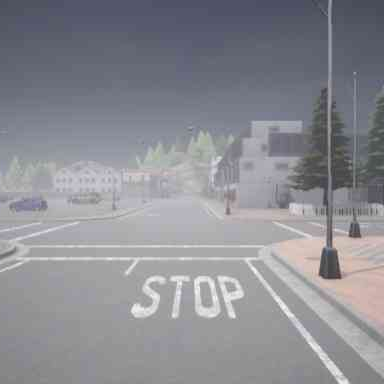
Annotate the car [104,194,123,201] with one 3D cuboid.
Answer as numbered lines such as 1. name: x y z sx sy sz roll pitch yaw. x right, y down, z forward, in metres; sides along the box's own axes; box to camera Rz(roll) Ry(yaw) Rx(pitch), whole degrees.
1. car: -17.989 1.212 76.025 3.806 1.475 1.970 0 0 0

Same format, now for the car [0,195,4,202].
1. car: -43.528 1.337 72.706 3.806 1.475 1.970 0 0 0

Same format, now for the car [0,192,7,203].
1. car: -35.759 1.273 60.288 4.514 1.523 2.007 0 0 0

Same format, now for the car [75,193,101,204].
1. car: -17.663 1.054 56.813 3.866 1.878 1.905 0 0 0

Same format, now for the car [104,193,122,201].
1. car: -17.665 1.132 69.608 5.027 1.636 2.152 0 0 0

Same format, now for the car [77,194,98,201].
1. car: -25.038 1.278 79.687 4.514 1.523 2.007 0 0 0

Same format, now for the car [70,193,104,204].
1. car: -17.251 1.074 53.908 4.605 1.855 1.932 0 0 0

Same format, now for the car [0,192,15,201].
1. car: -42.917 1.054 76.030 3.866 1.878 1.905 0 0 0

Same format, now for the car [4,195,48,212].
1. car: -17.386 1.347 35.324 3.633 1.501 1.845 0 0 0

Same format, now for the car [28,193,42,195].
1. car: -35.049 1.075 72.745 4.605 1.855 1.932 0 0 0
